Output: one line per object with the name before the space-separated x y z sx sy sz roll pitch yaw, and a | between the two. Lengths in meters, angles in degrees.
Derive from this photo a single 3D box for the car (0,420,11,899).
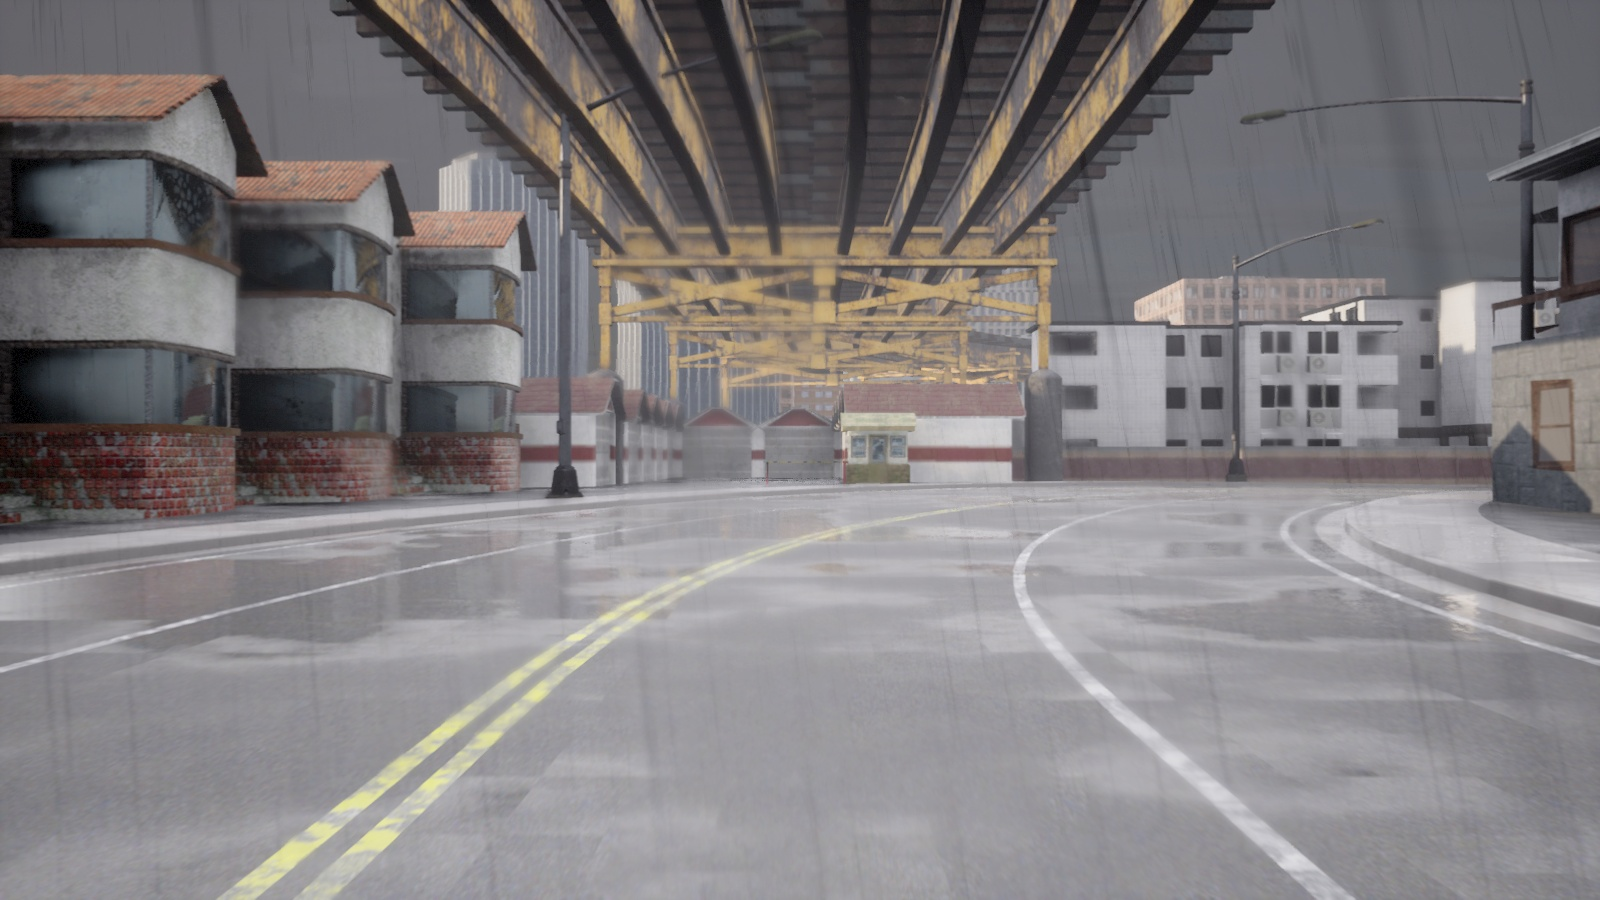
car | -3.475 0.681 1.650 2.007 1.525 4.514 0 0 1
